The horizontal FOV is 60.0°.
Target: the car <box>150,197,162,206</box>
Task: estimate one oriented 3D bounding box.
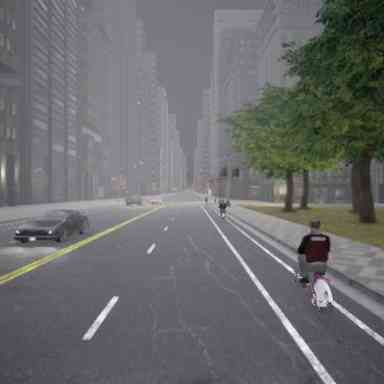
[{"bbox_3d":[-6.493,1.678,60.035,1.882,1.535,5.008,0,0,0],"label":"car"}]

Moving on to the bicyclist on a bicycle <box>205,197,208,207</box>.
[{"bbox_3d":[2.269,1.578,51.771,0.582,1.620,1.656,0,0,0],"label":"bicyclist on a bicycle"}]

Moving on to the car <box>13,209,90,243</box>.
[{"bbox_3d":[-6.599,1.572,16.424,2.033,1.411,5.357,0,0,0],"label":"car"}]

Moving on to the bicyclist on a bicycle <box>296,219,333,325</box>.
[{"bbox_3d":[2.239,1.380,6.265,0.659,1.776,1.843,0,0,0],"label":"bicyclist on a bicycle"}]

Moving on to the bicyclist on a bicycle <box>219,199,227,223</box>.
[{"bbox_3d":[2.270,1.411,24.724,0.659,1.776,1.843,0,0,0],"label":"bicyclist on a bicycle"}]

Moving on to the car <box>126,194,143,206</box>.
[{"bbox_3d":[-9.771,1.368,56.684,2.150,2.045,5.566,0,0,0],"label":"car"}]
